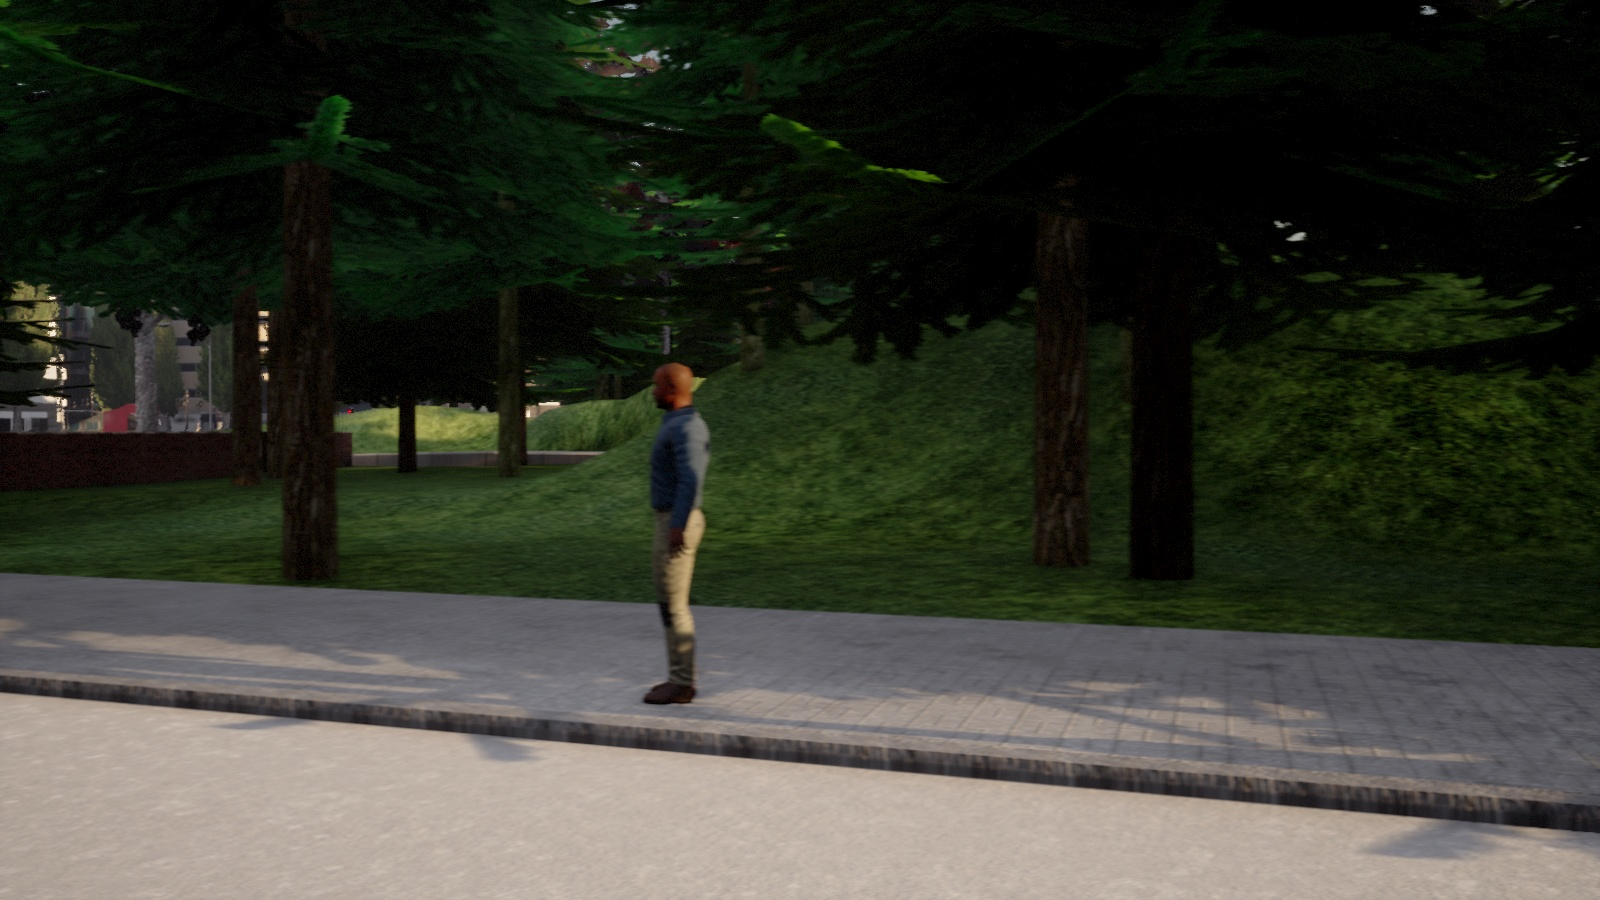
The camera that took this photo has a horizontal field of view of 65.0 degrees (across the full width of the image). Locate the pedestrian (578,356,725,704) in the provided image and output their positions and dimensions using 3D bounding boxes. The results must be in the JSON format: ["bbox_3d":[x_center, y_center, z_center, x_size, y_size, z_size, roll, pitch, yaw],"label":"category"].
[{"bbox_3d":[-0.801,0.416,6.830,0.726,1.835,0.370,0,1,5],"label":"pedestrian"}]
